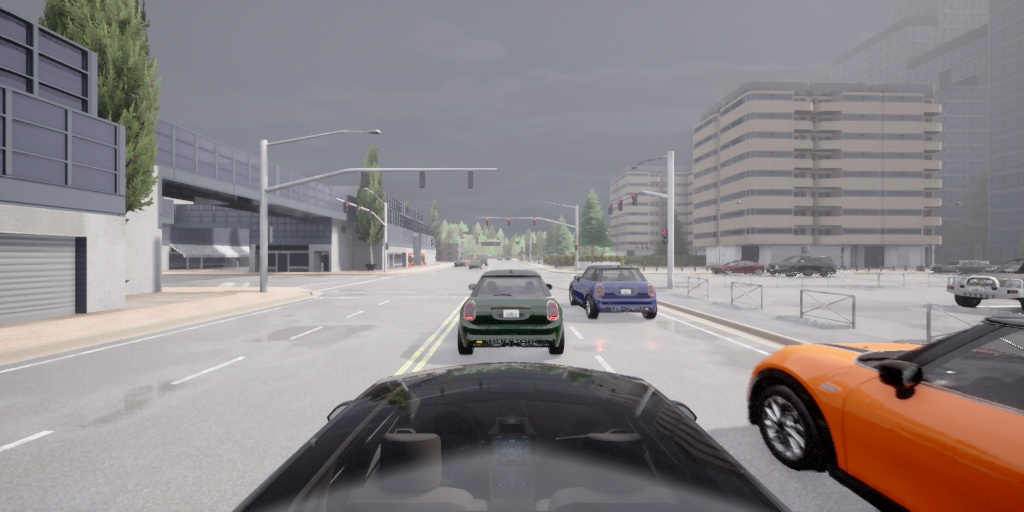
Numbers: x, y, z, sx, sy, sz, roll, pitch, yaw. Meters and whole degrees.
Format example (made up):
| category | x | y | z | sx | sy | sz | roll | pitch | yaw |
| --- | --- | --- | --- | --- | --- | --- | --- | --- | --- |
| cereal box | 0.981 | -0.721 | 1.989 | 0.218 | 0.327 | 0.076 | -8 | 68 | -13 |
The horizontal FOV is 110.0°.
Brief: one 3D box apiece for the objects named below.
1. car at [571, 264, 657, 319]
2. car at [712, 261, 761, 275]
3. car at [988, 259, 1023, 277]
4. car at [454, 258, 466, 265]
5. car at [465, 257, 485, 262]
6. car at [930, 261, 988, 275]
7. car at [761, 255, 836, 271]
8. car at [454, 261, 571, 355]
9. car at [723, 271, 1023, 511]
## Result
| category | x | y | z | sx | sy | sz | roll | pitch | yaw |
| --- | --- | --- | --- | --- | --- | --- | --- | --- | --- |
| car | 3.407 | 1.102 | 12.941 | 2.097 | 1.767 | 4.553 | 0 | 0 | -1 |
| car | 23.179 | 1.227 | 36.806 | 5.008 | 1.535 | 1.882 | 0 | 0 | -2 |
| car | 49.442 | 1.243 | 34.208 | 4.902 | 1.511 | 2.128 | 0 | 0 | -2 |
| car | -9.086 | 1.351 | 63.116 | 1.895 | 1.301 | 4.718 | 0 | 0 | -2 |
| car | -5.310 | 1.254 | 52.319 | 1.837 | 1.490 | 4.892 | 0 | 0 | -2 |
| car | 46.984 | 1.257 | 37.638 | 4.892 | 1.490 | 1.837 | 1 | 0 | -2 |
| car | 26.929 | 0.971 | 33.446 | 5.566 | 2.045 | 2.150 | 0 | 0 | -2 |
| car | -0.032 | 1.102 | 8.861 | 2.097 | 1.767 | 4.553 | 0 | 0 | 0 |
| car | 3.598 | 1.103 | 1.999 | 2.097 | 1.767 | 4.553 | 0 | 0 | -1 |
